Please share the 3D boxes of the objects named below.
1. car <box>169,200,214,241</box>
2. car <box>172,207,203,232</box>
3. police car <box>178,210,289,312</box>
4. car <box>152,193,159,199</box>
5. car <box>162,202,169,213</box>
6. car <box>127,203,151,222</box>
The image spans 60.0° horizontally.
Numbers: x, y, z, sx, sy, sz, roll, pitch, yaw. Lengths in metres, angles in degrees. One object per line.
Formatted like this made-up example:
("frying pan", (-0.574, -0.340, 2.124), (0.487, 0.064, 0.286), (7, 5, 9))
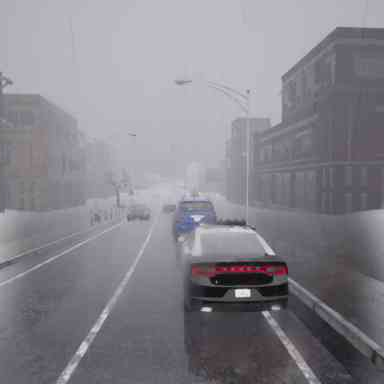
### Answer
("car", (0.048, 1.435, 17.985), (2.150, 2.045, 5.566), (0, -1, -5))
("car", (-0.433, 1.853, 23.954), (1.882, 1.535, 5.008), (0, -2, -5))
("police car", (0.708, 1.464, 7.981), (1.930, 1.638, 5.238), (0, -1, -3))
("car", (-9.243, 1.073, 84.437), (2.128, 1.511, 4.902), (0, 2, -5))
("car", (-3.145, 2.130, 46.738), (1.882, 1.535, 5.008), (0, 0, -4))
("car", (-5.146, 1.947, 32.576), (2.097, 1.767, 4.553), (0, -1, -5))
